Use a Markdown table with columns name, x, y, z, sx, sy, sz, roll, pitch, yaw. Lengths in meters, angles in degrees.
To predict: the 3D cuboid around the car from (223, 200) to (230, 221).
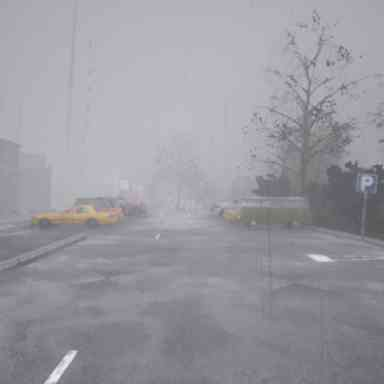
| name | x | y | z | sx | sy | sz | roll | pitch | yaw |
| --- | --- | --- | --- | --- | --- | --- | --- | --- | --- |
| car | 5.126 | 1.556 | 23.578 | 5.366 | 1.575 | 1.946 | 0 | -1 | 0 |

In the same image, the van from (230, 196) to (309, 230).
| name | x | y | z | sx | sy | sz | roll | pitch | yaw |
| --- | --- | --- | --- | --- | --- | --- | --- | --- | --- |
| van | 4.842 | 1.299 | 20.785 | 4.442 | 1.987 | 1.878 | 0 | -1 | 0 |

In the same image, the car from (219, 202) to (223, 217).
| name | x | y | z | sx | sy | sz | roll | pitch | yaw |
| --- | --- | --- | --- | --- | --- | --- | --- | --- | --- |
| car | 5.110 | 1.595 | 26.239 | 5.366 | 1.575 | 1.946 | 0 | -1 | 0 |

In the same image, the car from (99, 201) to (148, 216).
| name | x | y | z | sx | sy | sz | roll | pitch | yaw |
| --- | --- | --- | --- | --- | --- | --- | --- | --- | --- |
| car | -7.424 | 1.802 | 36.414 | 5.008 | 1.535 | 2.097 | 0 | -1 | -1 |

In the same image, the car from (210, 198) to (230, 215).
| name | x | y | z | sx | sy | sz | roll | pitch | yaw |
| --- | --- | --- | --- | --- | --- | --- | --- | --- | --- |
| car | 4.860 | 1.452 | 31.958 | 5.566 | 2.045 | 2.435 | 0 | -1 | -1 |

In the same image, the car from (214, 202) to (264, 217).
| name | x | y | z | sx | sy | sz | roll | pitch | yaw |
| --- | --- | --- | --- | --- | --- | --- | --- | --- | --- |
| car | 4.852 | 1.771 | 34.744 | 4.892 | 1.521 | 2.231 | 0 | -1 | -1 |

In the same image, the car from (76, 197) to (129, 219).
| name | x | y | z | sx | sy | sz | roll | pitch | yaw |
| --- | --- | --- | --- | --- | --- | --- | --- | --- | --- |
| car | -7.301 | 1.433 | 24.273 | 4.553 | 1.767 | 2.185 | 0 | -1 | 0 |

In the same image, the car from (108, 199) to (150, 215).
| name | x | y | z | sx | sy | sz | roll | pitch | yaw |
| --- | --- | --- | --- | --- | --- | --- | --- | --- | --- |
| car | -7.431 | 1.754 | 39.452 | 4.553 | 1.767 | 2.185 | 0 | -1 | -1 |

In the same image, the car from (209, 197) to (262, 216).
| name | x | y | z | sx | sy | sz | roll | pitch | yaw |
| --- | --- | --- | --- | --- | --- | --- | --- | --- | --- |
| car | 4.801 | 1.585 | 37.419 | 5.566 | 2.045 | 2.435 | 0 | -1 | -1 |

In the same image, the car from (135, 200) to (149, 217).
| name | x | y | z | sx | sy | sz | roll | pitch | yaw |
| --- | --- | --- | --- | --- | --- | --- | --- | --- | --- |
| car | -7.368 | 1.478 | 33.503 | 5.566 | 2.045 | 2.435 | 0 | -1 | 0 |

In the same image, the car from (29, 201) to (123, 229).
| name | x | y | z | sx | sy | sz | roll | pitch | yaw |
| --- | --- | --- | --- | --- | --- | --- | --- | --- | --- |
| car | -7.498 | 1.520 | 21.353 | 5.366 | 1.575 | 1.946 | 0 | -1 | 0 |

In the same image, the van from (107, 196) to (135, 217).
| name | x | y | z | sx | sy | sz | roll | pitch | yaw |
| --- | --- | --- | --- | --- | --- | --- | --- | --- | --- |
| van | -7.235 | 1.383 | 27.312 | 4.442 | 1.987 | 1.878 | 0 | -1 | 0 |
